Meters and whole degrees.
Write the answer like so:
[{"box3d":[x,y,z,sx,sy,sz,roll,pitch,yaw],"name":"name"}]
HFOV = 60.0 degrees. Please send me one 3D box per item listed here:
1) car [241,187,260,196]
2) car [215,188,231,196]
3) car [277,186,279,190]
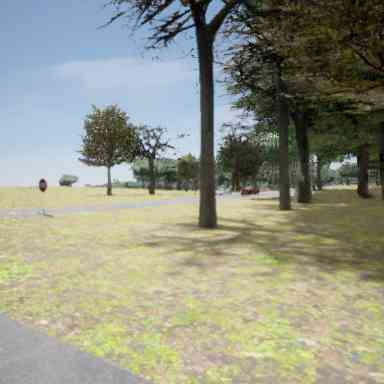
[{"box3d":[10.001,-0.173,56.624,1.882,1.535,5.008,-2,1,32],"name":"car"},{"box3d":[5.679,0.024,62.493,1.812,1.442,4.674,-2,2,34],"name":"car"},{"box3d":[24.346,-1.241,89.744,1.837,1.490,4.892,-2,1,35],"name":"car"}]
